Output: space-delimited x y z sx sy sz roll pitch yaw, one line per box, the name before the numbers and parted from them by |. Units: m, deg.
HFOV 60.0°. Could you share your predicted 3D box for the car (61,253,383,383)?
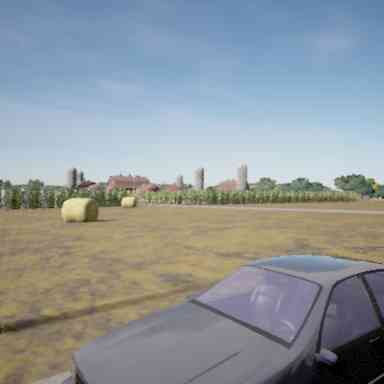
car | 1.375 1.538 4.003 5.357 1.411 2.033 0 0 -35
